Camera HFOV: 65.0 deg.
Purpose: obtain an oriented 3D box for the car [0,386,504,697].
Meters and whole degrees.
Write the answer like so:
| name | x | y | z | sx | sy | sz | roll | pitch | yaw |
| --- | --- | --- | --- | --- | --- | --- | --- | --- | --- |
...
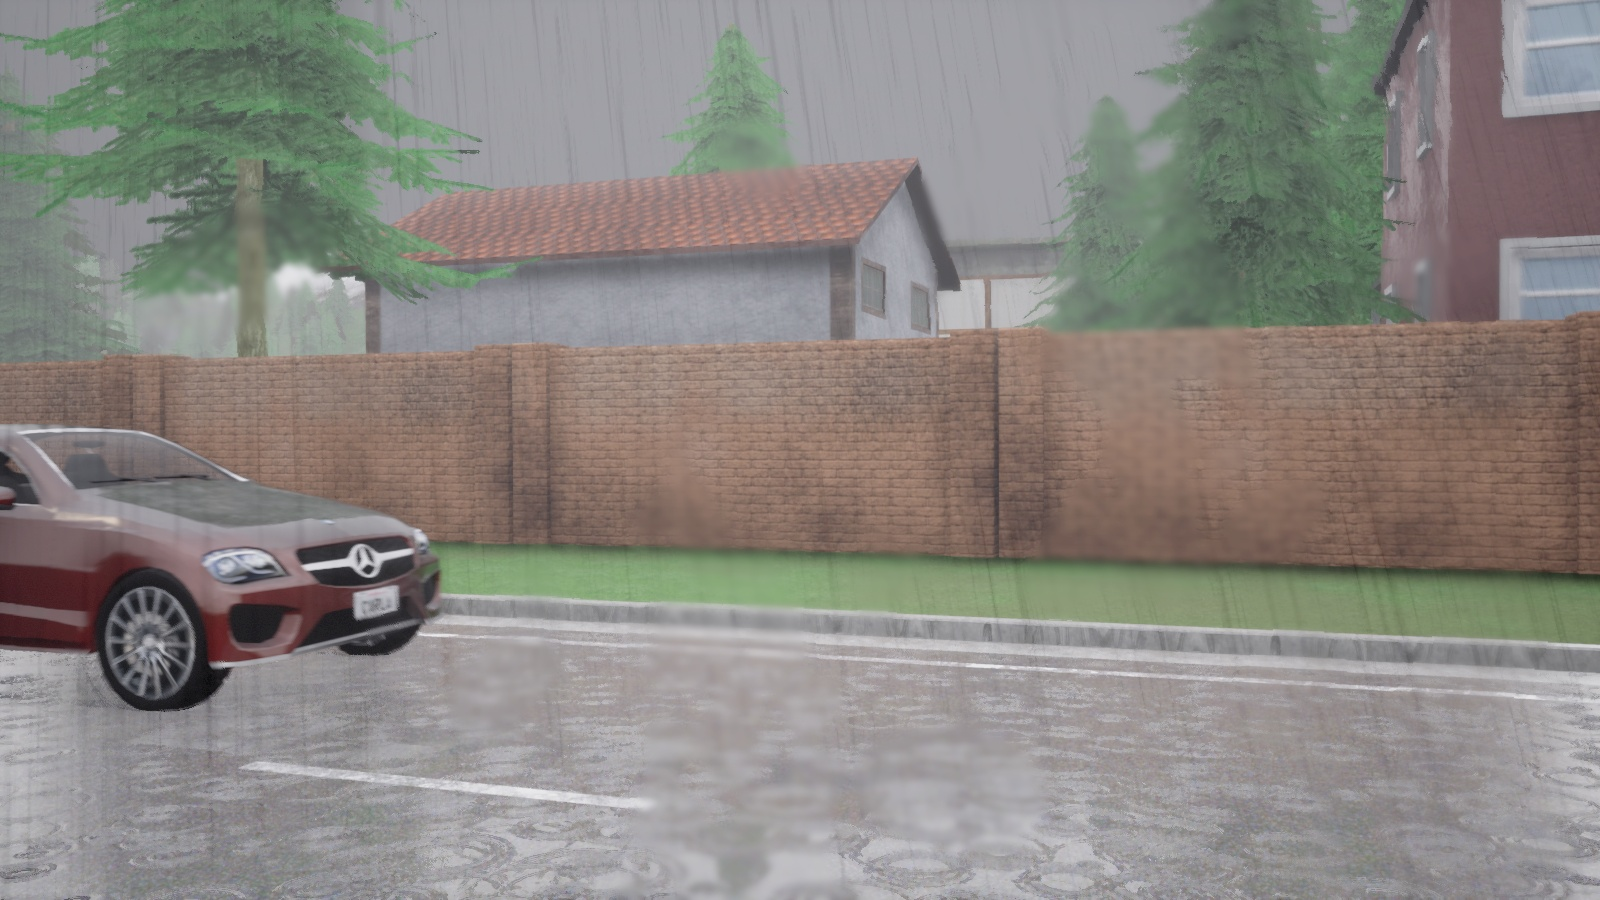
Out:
| name | x | y | z | sx | sy | sz | roll | pitch | yaw |
| --- | --- | --- | --- | --- | --- | --- | --- | --- | --- |
| car | -4.776 | 0.451 | 8.489 | 5.027 | 1.651 | 2.152 | 1 | 1 | 19 |
